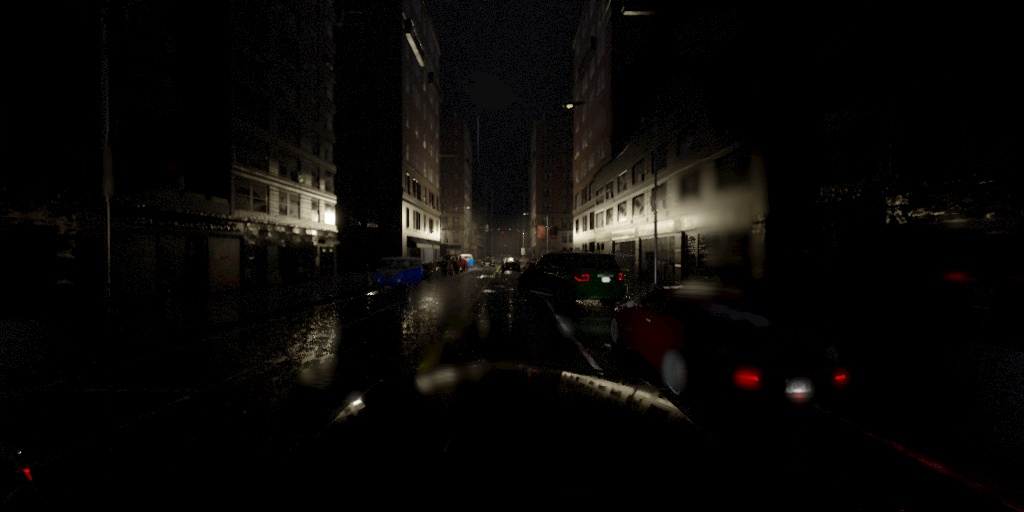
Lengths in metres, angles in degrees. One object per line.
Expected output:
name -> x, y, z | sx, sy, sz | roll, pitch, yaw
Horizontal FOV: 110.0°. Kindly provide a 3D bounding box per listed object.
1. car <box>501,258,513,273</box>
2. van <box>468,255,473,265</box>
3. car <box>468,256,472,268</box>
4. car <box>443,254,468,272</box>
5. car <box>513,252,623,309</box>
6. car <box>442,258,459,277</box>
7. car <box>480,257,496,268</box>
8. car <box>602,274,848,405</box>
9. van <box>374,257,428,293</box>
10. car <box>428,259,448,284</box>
car -> -0.109, 0.930, 36.287 | 2.128, 1.511, 4.902 | 0, 0, 0
van -> -6.111, 0.680, 47.125 | 1.690, 1.789, 3.998 | 0, 0, 0
car -> -6.080, 0.935, 41.539 | 1.888, 1.381, 4.507 | 0, 0, 0
car -> -6.048, 0.756, 35.952 | 2.192, 1.841, 5.009 | 0, 0, 0
car -> 2.179, 0.859, 14.638 | 2.150, 2.045, 5.566 | 0, 1, -22
car -> -6.017, 1.058, 30.368 | 1.948, 1.339, 4.313 | 0, 0, 0
car -> -3.286, 0.825, 49.561 | 1.837, 1.490, 4.892 | 0, 0, 0
car -> 3.126, 1.236, 6.221 | 1.812, 1.442, 4.674 | 0, 1, 0
van -> -5.954, 0.935, 19.196 | 1.690, 1.789, 3.998 | 0, 0, 0
car -> -5.985, 1.109, 24.782 | 1.948, 1.339, 4.313 | 0, 0, 0
